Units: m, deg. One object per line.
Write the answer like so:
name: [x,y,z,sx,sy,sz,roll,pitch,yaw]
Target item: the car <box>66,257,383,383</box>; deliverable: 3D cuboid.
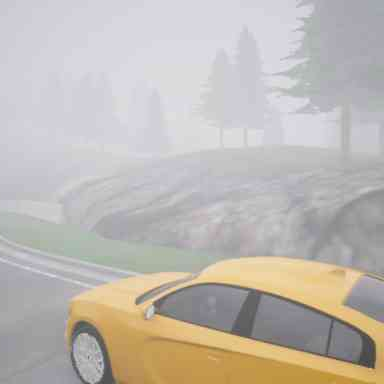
car: [0.671,1.472,3.552,5.008,1.535,1.882,0,0,36]
